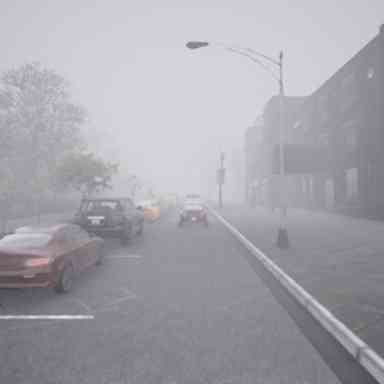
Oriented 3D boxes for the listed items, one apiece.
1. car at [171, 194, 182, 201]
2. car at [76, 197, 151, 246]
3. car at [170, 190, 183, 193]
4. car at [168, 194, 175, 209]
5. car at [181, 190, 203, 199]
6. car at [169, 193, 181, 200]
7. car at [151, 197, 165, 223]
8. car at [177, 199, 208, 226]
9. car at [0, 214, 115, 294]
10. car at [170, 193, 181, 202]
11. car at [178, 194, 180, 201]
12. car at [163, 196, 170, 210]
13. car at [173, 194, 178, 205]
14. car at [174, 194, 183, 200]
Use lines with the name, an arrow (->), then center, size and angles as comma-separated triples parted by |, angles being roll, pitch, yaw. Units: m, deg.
car -> -3.656, 1.390, 80.788 | 2.163, 1.488, 4.792 | -1, 1, 2
car -> -3.652, 1.232, 15.413 | 2.435, 2.045, 5.566 | 0, 0, 1
car -> -3.645, 1.114, 67.529 | 2.435, 2.045, 5.566 | 0, 0, 2
car -> -3.641, 1.426, 41.098 | 1.946, 1.575, 5.366 | 0, 0, 2
car -> 0.103, 1.151, 40.766 | 2.150, 2.045, 5.566 | 0, 0, 0
car -> -3.647, 1.403, 58.577 | 2.097, 1.535, 5.008 | 0, 0, 2
car -> -3.650, 1.435, 25.297 | 2.097, 1.535, 5.008 | 0, 0, 2
car -> 0.105, 1.476, 22.797 | 1.812, 1.442, 4.674 | 0, 0, 0
car -> -3.652, 1.525, 8.668 | 2.002, 1.452, 4.674 | 0, 0, 0
car -> -3.647, 1.226, 75.183 | 2.185, 1.767, 4.553 | 0, 1, 2
car -> -3.647, 1.430, 53.036 | 2.231, 1.521, 4.892 | 0, 0, 2
car -> -3.650, 1.440, 30.845 | 2.097, 1.535, 5.008 | 0, 0, 2
car -> -3.648, 1.435, 47.480 | 2.097, 1.535, 5.008 | 0, 0, 2
car -> -3.637, 1.284, 92.036 | 1.946, 1.575, 5.366 | 0, 1, 2
